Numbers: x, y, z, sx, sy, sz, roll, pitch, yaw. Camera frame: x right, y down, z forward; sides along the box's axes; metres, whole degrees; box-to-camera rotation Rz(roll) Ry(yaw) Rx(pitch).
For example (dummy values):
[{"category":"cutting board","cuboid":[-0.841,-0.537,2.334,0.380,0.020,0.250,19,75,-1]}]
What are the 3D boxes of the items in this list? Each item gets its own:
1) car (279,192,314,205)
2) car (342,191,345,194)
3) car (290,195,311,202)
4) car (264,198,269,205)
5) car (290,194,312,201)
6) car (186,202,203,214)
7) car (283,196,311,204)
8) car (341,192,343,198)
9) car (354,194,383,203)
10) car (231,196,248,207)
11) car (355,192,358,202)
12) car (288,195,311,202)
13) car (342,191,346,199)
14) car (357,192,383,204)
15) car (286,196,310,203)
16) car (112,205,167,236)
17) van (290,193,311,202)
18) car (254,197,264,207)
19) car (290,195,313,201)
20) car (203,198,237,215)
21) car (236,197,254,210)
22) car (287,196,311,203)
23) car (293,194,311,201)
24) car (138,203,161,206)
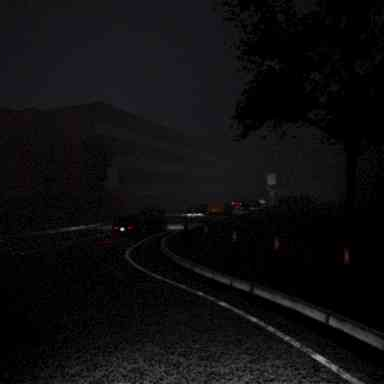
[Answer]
[{"category":"car","cuboid":[18.437,1.281,59.512,5.566,2.045,2.435,-1,0,20]},{"category":"car","cuboid":[40.206,1.062,81.759,4.553,1.767,2.185,-1,0,20]},{"category":"car","cuboid":[26.365,1.534,80.683,4.674,1.452,2.002,-1,0,20]},{"category":"car","cuboid":[13.866,1.793,65.162,1.812,1.442,4.674,-1,0,21]},{"category":"car","cuboid":[28.166,1.484,86.043,5.366,1.575,1.946,-1,0,20]},{"category":"car","cuboid":[0.854,1.944,40.810,1.994,1.385,4.181,-1,0,21]},{"category":"car","cuboid":[20.439,1.527,64.798,5.008,1.535,2.097,-1,0,20]},{"category":"car","cuboid":[41.172,1.182,84.412,5.008,1.535,2.097,-1,0,20]},{"category":"car","cuboid":[32.257,1.234,60.482,4.892,1.521,2.231,-1,0,20]},{"category":"car","cuboid":[8.696,1.704,60.788,2.097,1.767,4.553,-1,0,21]},{"category":"car","cuboid":[31.276,0.985,57.966,5.566,2.045,2.435,-1,0,20]},{"category":"car","cuboid":[24.365,1.536,75.397,4.792,1.488,2.163,-1,0,20]},{"category":"car","cuboid":[39.189,1.194,79.125,5.008,1.535,2.097,-1,0,20]},{"category":"car","cuboid":[29.227,1.108,52.562,4.553,1.767,2.185,-1,0,20]},{"category":"car","cuboid":[22.416,1.558,70.092,4.674,1.452,2.002,-1,0,20]},{"category":"car","cuboid":[-3.138,1.818,20.853,1.837,1.490,4.892,-2,-1,18]},{"category":"van","cuboid":[25.483,1.272,77.995,4.442,1.987,1.878,-1,0,20]},{"category":"car","cuboid":[10.471,1.850,56.330,1.994,1.385,4.181,-1,0,21]},{"category":"car","cuboid":[27.527,1.481,83.265,5.366,1.575,1.946,-1,0,20]},{"category":"car","cuboid":[3.237,1.780,37.513,1.882,1.535,5.008,-1,0,22]},{"category":"car","cuboid":[7.102,1.801,47.610,1.837,1.490,4.892,-1,-1,21]},{"category":"car","cuboid":[23.408,1.552,72.738,4.674,1.452,2.002,-1,0,20]},{"category":"car","cuboid":[29.354,1.350,88.615,4.553,1.767,2.185,-1,0,20]},{"category":"car","cuboid":[-3.916,1.742,28.676,2.097,1.767,4.553,-1,-1,21]}]
